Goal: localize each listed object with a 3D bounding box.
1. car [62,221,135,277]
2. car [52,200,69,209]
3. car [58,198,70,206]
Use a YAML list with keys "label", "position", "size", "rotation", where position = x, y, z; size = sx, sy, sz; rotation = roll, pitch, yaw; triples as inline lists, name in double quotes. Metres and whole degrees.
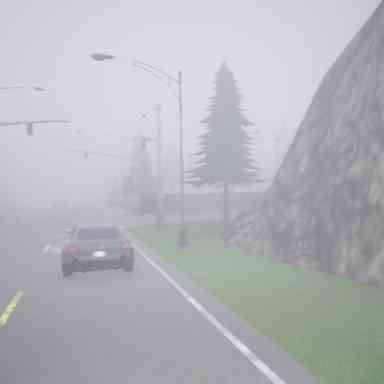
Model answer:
- label: "car"
  position: [-3.059, 1.617, 10.670]
  size: [1.994, 1.385, 4.181]
  rotation: [-1, 0, -18]
- label: "car"
  position: [-21.135, 1.913, 53.018]
  size: [2.033, 1.411, 5.357]
  rotation: [-1, 0, -18]
- label: "car"
  position: [-25.985, 1.974, 67.584]
  size: [2.033, 1.411, 5.357]
  rotation: [-1, 0, -19]
